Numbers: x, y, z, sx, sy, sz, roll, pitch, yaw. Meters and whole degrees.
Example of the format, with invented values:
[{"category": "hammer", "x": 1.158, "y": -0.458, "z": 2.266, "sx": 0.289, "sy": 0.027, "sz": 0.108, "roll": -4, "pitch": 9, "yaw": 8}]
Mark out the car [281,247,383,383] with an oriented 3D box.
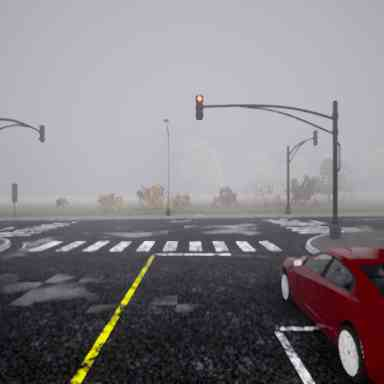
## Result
[{"category": "car", "x": 2.703, "y": 1.539, "z": 5.253, "sx": 1.887, "sy": 1.381, "sz": 4.507, "roll": 0, "pitch": 0, "yaw": 0}]
